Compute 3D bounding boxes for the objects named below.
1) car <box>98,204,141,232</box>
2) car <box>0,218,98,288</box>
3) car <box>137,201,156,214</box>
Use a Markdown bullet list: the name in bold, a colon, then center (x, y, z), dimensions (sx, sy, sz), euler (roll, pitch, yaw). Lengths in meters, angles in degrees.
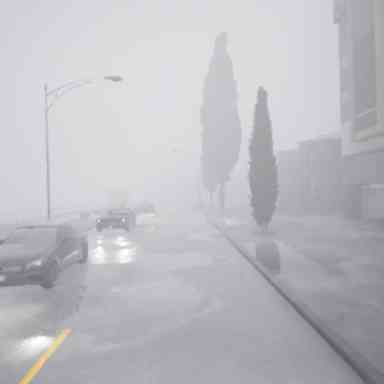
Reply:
- **car**: center (-4.706, 1.719, 21.249), dimensions (1.895, 1.301, 4.718), euler (-1, 0, -2)
- **car**: center (-4.321, 1.636, 9.612), dimensions (1.812, 1.442, 4.674), euler (-1, 0, -2)
- **car**: center (-5.124, 1.691, 36.715), dimensions (1.994, 1.385, 4.181), euler (-1, 0, -1)
